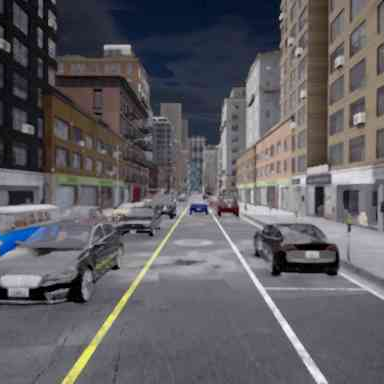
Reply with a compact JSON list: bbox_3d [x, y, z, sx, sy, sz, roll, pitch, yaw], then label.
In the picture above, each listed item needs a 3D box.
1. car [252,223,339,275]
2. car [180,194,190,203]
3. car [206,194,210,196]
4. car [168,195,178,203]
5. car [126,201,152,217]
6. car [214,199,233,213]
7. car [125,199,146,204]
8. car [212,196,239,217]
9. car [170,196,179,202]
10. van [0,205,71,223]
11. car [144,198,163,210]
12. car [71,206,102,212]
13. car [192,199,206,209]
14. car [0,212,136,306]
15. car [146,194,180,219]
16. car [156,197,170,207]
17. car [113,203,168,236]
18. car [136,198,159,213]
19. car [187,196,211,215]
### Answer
[{"bbox_3d":[3.011,1.585,10.294,1.947,1.339,4.313,0,0,1],"label":"car"},{"bbox_3d":[-1.754,1.641,70.045,2.033,1.411,5.357,0,0,1],"label":"car"},{"bbox_3d":[3.909,1.559,59.757,1.967,1.590,4.097,0,0,1],"label":"car"},{"bbox_3d":[-4.315,1.577,76.400,1.967,1.590,4.097,0,0,1],"label":"car"},{"bbox_3d":[-5.113,1.587,32.432,1.802,1.307,4.206,0,0,1],"label":"car"},{"bbox_3d":[3.513,1.584,37.944,1.752,1.417,4.829,0,0,1],"label":"car"},{"bbox_3d":[-5.217,1.520,26.766,1.752,1.417,4.829,0,0,1],"label":"car"},{"bbox_3d":[3.409,1.362,32.278,2.192,1.841,5.009,0,0,1],"label":"car"},{"bbox_3d":[-4.214,1.725,81.895,1.947,1.339,4.313,0,0,1],"label":"car"},{"bbox_3d":[-5.514,1.318,10.449,1.690,1.788,3.998,0,0,1],"label":"van"},{"bbox_3d":[-4.917,1.554,43.254,1.752,1.417,4.829,0,0,1],"label":"car"},{"bbox_3d":[-5.414,1.421,15.945,1.967,1.590,4.097,0,0,1],"label":"car"},{"bbox_3d":[0.930,1.669,47.075,1.895,1.301,4.718,0,0,1],"label":"car"},{"bbox_3d":[-2.979,1.480,8.226,2.128,1.511,4.902,0,0,1],"label":"car"},{"bbox_3d":[-2.535,1.234,29.371,2.150,2.045,5.566,0,0,1],"label":"car"},{"bbox_3d":[-4.714,1.605,54.416,1.887,1.381,4.507,0,0,1],"label":"car"},{"bbox_3d":[-2.783,1.544,18.657,2.033,1.411,5.357,0,0,1],"label":"car"},{"bbox_3d":[-5.015,1.456,37.929,1.967,1.590,4.097,0,0,1],"label":"car"},{"bbox_3d":[0.703,1.516,34.711,1.882,1.535,5.008,0,0,1],"label":"car"}]
